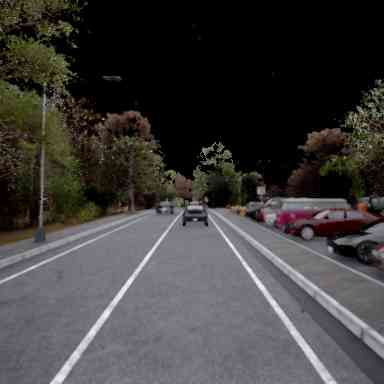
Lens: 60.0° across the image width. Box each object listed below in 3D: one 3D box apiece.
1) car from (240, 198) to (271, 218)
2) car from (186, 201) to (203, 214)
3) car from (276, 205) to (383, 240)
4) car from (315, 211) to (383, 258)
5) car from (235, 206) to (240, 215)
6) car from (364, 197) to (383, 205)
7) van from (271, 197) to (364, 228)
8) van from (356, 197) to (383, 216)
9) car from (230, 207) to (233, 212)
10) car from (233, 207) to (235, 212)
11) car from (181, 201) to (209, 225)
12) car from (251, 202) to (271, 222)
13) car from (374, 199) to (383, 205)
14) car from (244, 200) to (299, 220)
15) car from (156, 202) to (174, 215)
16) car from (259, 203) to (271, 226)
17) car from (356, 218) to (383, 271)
[{"bbox_3d":[7.208,1.437,27.994,5.566,2.045,2.435,0,-1,0],"label":"car"},{"bbox_3d":[0.344,1.967,42.898,2.128,1.511,4.902,0,-1,0],"label":"car"},{"bbox_3d":[7.172,1.577,16.888,5.008,1.535,2.097,0,-1,0],"label":"car"},{"bbox_3d":[7.101,1.552,11.337,4.792,1.488,2.163,0,-1,0],"label":"car"},{"bbox_3d":[7.278,1.754,33.540,5.008,1.535,2.097,0,-1,0],"label":"car"},{"bbox_3d":[20.378,1.498,33.238,5.566,2.045,2.435,0,-1,0],"label":"car"},{"bbox_3d":[7.301,1.379,19.666,4.442,1.987,1.878,0,-1,0],"label":"van"},{"bbox_3d":[20.486,1.569,36.128,4.442,1.987,1.878,0,-1,0],"label":"van"},{"bbox_3d":[7.121,1.845,39.081,5.366,1.575,1.946,0,-1,0],"label":"car"},{"bbox_3d":[7.295,1.798,36.311,4.892,1.521,2.231,0,-1,0],"label":"car"},{"bbox_3d":[0.244,1.687,25.601,1.837,1.490,4.892,0,0,0],"label":"car"},{"bbox_3d":[7.249,1.690,25.215,4.792,1.488,2.163,0,-1,0],"label":"car"},{"bbox_3d":[20.147,1.712,30.467,5.366,1.575,1.946,0,-1,0],"label":"car"},{"bbox_3d":[7.286,1.593,30.764,4.553,1.767,2.185,0,-1,0],"label":"car"},{"bbox_3d":[-3.118,1.887,39.343,2.128,1.511,4.902,0,-1,0],"label":"car"},{"bbox_3d":[7.204,1.673,22.440,4.674,1.452,2.002,0,-1,0],"label":"car"},{"bbox_3d":[7.116,1.534,8.559,4.674,1.452,2.002,0,-1,0],"label":"car"}]
